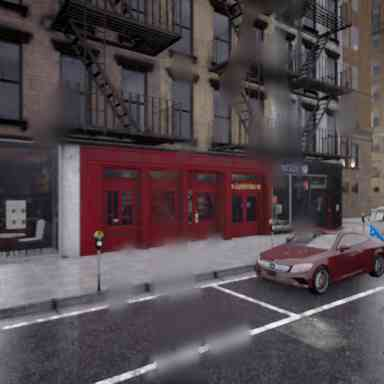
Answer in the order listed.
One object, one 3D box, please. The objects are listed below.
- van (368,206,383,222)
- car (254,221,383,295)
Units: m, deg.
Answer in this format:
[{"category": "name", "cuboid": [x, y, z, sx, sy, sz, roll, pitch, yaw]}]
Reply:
[{"category": "van", "cuboid": [7.893, 1.346, 11.803, 3.998, 1.788, 1.690, 0, 0, -35]}, {"category": "car", "cuboid": [3.486, 1.585, 8.671, 4.206, 1.307, 1.802, 0, 0, -35]}]
